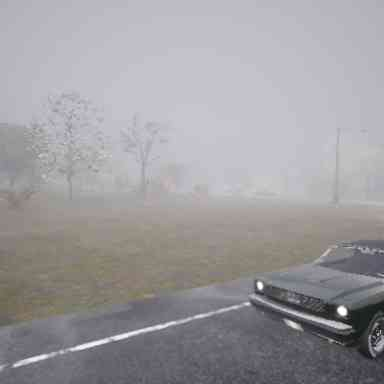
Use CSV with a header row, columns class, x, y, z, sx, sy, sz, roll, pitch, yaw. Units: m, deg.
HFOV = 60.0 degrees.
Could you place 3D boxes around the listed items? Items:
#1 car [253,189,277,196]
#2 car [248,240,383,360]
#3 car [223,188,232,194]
class,x,y,z,sx,sy,sz,roll,pitch,yaw
car,15.266,0.159,69.592,2.033,1.411,5.357,1,1,-35
car,3.290,1.635,6.113,4.718,1.301,1.895,0,0,-35
car,9.321,-0.271,78.151,1.812,1.442,4.674,1,1,-35
